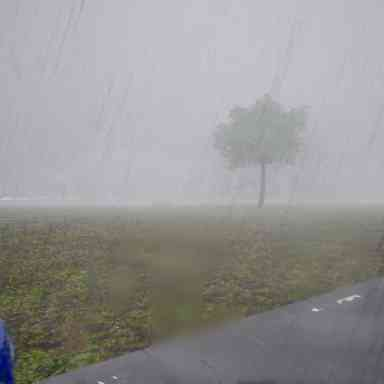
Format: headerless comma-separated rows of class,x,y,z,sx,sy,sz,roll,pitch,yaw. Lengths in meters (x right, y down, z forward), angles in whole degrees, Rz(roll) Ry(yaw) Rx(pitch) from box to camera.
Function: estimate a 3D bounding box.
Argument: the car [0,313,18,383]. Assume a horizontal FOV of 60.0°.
car,-3.403,1.221,0.643,5.566,2.045,2.150,0,0,-36
